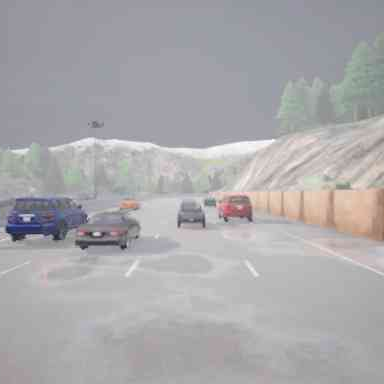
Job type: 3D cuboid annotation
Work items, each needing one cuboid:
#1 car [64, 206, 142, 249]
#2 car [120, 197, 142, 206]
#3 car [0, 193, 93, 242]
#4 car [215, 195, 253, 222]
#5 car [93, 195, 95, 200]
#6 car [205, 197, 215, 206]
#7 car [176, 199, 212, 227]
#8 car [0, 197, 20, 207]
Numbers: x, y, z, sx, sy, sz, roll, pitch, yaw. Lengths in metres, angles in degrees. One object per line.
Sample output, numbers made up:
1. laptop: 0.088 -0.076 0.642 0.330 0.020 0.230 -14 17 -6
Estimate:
1. car: -3.429 1.554 14.447 2.033 1.411 5.357 0 0 0
2. car: -7.472 1.373 41.100 2.097 1.767 4.553 0 0 -1
3. car: -6.941 1.227 16.591 2.150 2.045 5.566 0 0 -1
4. car: 3.394 1.245 26.729 2.150 2.045 5.566 0 0 -1
5. car: -18.485 1.270 57.602 2.150 2.045 5.566 0 0 -1
6. car: 2.756 1.518 52.776 1.882 1.535 5.008 0 0 -1
7. car: -0.058 1.509 22.769 2.128 1.511 4.902 0 0 -1
8. car: -28.864 1.531 51.811 1.812 1.442 4.674 0 0 -1
